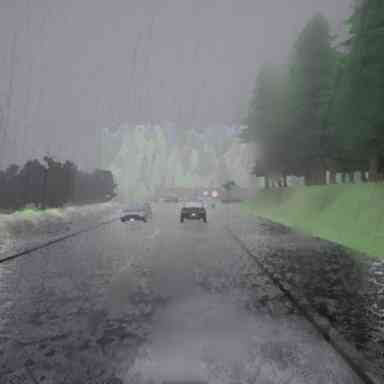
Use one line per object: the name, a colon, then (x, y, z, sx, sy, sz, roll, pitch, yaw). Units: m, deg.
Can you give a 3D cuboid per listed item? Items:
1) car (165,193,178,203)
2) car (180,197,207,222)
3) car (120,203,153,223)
car: (-4.017, 1.140, 66.425, 2.150, 2.045, 5.566, 0, 0, 3)
car: (0.110, 1.445, 25.823, 1.882, 1.535, 5.008, 0, 0, 0)
car: (-4.083, 1.516, 25.374, 2.033, 1.411, 5.357, 0, 0, 0)
